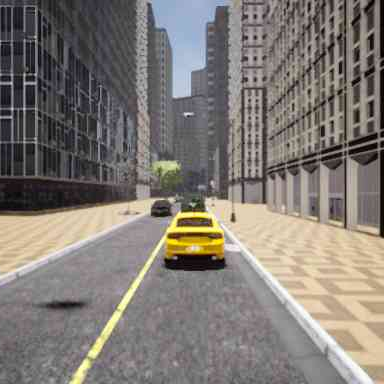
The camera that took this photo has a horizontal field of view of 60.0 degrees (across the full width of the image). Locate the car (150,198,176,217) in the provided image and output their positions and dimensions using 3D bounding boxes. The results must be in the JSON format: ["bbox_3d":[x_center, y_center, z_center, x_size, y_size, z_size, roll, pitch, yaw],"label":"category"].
[{"bbox_3d":[-2.843,1.518,31.882,1.882,1.535,5.008,0,0,0],"label":"car"}]

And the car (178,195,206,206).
[{"bbox_3d":[0.103,1.260,30.464,2.150,2.045,5.566,0,0,0],"label":"car"}]

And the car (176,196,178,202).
[{"bbox_3d":[-2.739,1.629,73.553,2.033,1.411,5.357,0,0,0],"label":"car"}]

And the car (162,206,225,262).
[{"bbox_3d":[0.092,1.493,12.147,1.882,1.535,5.008,0,0,0],"label":"car"}]
